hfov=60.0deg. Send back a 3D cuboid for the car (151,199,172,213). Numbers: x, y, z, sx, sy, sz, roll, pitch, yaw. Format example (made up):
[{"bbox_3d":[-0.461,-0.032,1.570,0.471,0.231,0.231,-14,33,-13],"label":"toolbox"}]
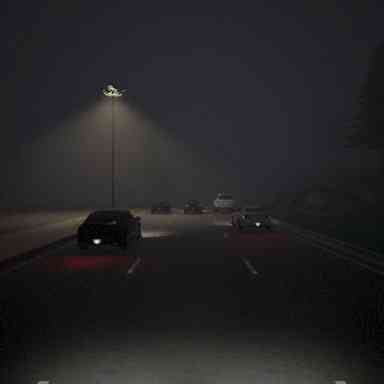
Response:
[{"bbox_3d":[-3.324,1.491,36.743,2.128,1.511,4.902,0,0,1],"label":"car"}]

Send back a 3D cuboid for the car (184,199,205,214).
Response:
[{"bbox_3d":[0.148,1.526,35.379,1.812,1.442,4.674,0,0,1],"label":"car"}]

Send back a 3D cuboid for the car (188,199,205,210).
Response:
[{"bbox_3d":[0.651,1.601,44.534,1.895,1.301,4.718,0,0,6],"label":"car"}]

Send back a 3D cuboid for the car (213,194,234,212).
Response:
[{"bbox_3d":[3.733,1.222,38.563,2.150,2.045,5.566,0,0,2],"label":"car"}]

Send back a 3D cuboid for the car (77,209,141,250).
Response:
[{"bbox_3d":[-3.396,1.505,14.317,1.837,1.490,4.892,0,0,0],"label":"car"}]

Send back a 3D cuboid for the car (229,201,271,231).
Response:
[{"bbox_3d":[3.605,1.525,20.529,1.812,1.442,4.674,0,0,0],"label":"car"}]
